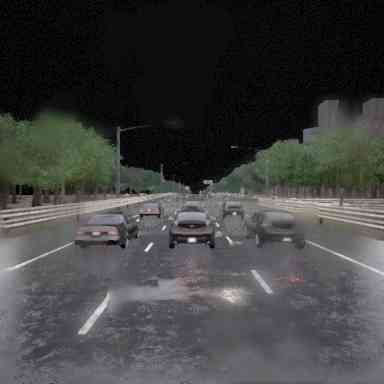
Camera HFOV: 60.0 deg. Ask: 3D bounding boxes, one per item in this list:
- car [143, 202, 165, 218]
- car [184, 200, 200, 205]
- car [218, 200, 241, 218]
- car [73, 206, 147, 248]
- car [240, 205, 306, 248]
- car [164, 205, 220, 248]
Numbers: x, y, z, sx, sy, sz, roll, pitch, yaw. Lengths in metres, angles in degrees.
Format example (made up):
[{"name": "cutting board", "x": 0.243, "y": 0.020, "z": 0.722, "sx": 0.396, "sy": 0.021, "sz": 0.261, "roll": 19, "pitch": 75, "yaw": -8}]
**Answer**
[{"name": "car", "x": -3.500, "y": 1.559, "z": 29.650, "sx": 2.033, "sy": 1.411, "sz": 5.357, "roll": 0, "pitch": 0, "yaw": 0}, {"name": "car", "x": 0.000, "y": 1.512, "z": 29.650, "sx": 1.837, "sy": 1.490, "sz": 4.892, "roll": 0, "pitch": 0, "yaw": 0}, {"name": "car", "x": 3.500, "y": 1.512, "z": 29.650, "sx": 1.837, "sy": 1.490, "sz": 4.892, "roll": 0, "pitch": 0, "yaw": 0}, {"name": "car", "x": -3.500, "y": 1.563, "z": 14.650, "sx": 2.033, "sy": 1.411, "sz": 5.357, "roll": 0, "pitch": 0, "yaw": 0}, {"name": "car", "x": 3.500, "y": 1.517, "z": 14.650, "sx": 1.837, "sy": 1.490, "sz": 4.892, "roll": 0, "pitch": 0, "yaw": 0}, {"name": "car", "x": 0.000, "y": 1.516, "z": 14.650, "sx": 1.837, "sy": 1.490, "sz": 4.892, "roll": 0, "pitch": 0, "yaw": 0}]
